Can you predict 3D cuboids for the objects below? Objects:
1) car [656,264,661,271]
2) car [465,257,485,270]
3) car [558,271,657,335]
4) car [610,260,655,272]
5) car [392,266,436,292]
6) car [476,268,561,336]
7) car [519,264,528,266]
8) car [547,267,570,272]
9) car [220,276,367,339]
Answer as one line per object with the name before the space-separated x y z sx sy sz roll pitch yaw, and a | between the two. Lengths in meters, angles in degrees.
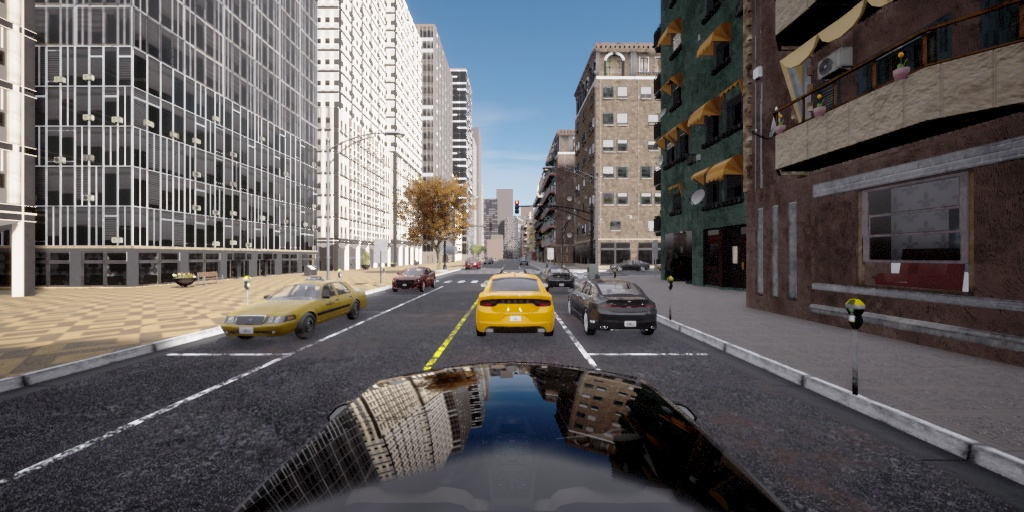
car | 18.755 1.006 40.859 4.829 1.417 1.751 0 0 -1
car | -5.793 1.099 53.728 2.192 1.841 5.009 0 0 0
car | 2.672 1.301 10.291 2.007 1.370 4.403 0 0 0
car | 13.358 1.109 40.794 4.403 1.370 2.007 0 0 -1
car | -5.730 1.299 21.341 1.888 1.381 4.507 0 0 0
car | 0.072 1.228 10.385 1.882 1.535 5.008 0 0 0
car | 0.063 1.355 20.664 1.895 1.301 4.718 0 0 0
car | 2.650 1.305 21.357 2.007 1.370 4.403 0 0 0
car | -5.708 1.276 10.105 1.751 1.417 4.829 0 0 0
